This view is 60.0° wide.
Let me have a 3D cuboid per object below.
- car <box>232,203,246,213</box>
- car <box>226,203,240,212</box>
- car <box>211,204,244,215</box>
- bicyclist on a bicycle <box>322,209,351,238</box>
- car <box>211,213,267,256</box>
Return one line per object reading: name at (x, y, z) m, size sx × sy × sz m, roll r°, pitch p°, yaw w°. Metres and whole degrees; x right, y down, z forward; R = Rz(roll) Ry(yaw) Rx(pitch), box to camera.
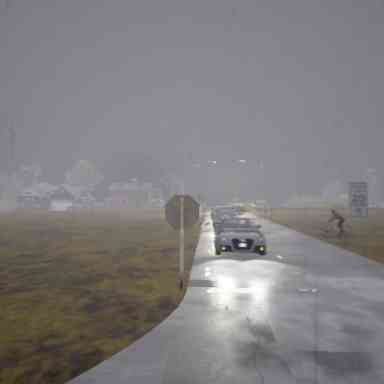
car at (6.664, 2.371, 48.337) m, size 2.128 × 1.511 × 4.902 m, roll 0°, pitch -1°, yaw 3°
car at (7.193, 2.643, 58.736) m, size 2.033 × 1.411 × 5.357 m, roll 0°, pitch -1°, yaw 3°
car at (2.516, 1.942, 24.722) m, size 1.837 × 1.490 × 4.892 m, roll 0°, pitch -1°, yaw 3°
bicyclist on a bicycle at (8.213, 1.803, 18.947) m, size 1.656 × 1.620 × 0.582 m, roll -1°, pitch -1°, yaw 3°
car at (1.989, 1.832, 14.403) m, size 1.994 × 1.385 × 4.181 m, roll 0°, pitch -1°, yaw 3°
